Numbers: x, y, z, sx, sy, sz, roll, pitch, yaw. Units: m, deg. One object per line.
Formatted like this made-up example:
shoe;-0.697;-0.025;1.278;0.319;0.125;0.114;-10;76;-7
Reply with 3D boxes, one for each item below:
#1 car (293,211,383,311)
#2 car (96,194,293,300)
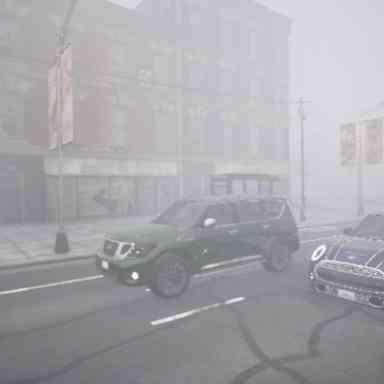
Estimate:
car;4.578;1.200;7.245;4.553;1.767;2.097;-1;1;-36
car;0.428;1.117;8.576;5.566;2.045;2.150;-1;1;-35
